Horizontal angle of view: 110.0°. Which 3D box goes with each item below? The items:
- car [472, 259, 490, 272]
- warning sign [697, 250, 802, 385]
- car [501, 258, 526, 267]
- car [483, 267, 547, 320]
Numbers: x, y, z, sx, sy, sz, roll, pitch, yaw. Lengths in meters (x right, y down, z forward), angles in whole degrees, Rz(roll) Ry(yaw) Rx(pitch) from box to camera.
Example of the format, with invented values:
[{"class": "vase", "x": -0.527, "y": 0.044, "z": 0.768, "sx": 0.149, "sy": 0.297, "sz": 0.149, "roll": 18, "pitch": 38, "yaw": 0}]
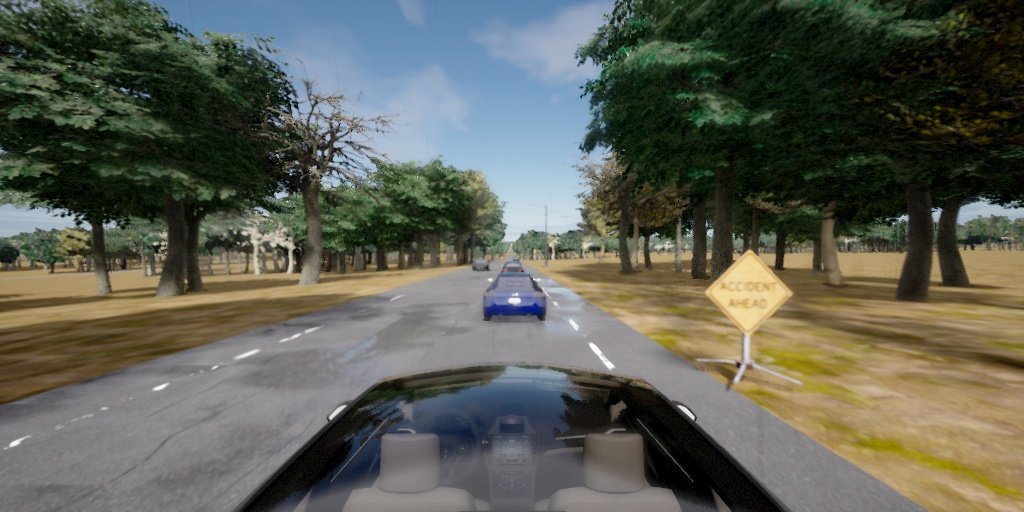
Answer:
[{"class": "car", "x": -3.584, "y": 1.034, "z": 41.999, "sx": 1.882, "sy": 1.535, "sz": 5.008, "roll": 0, "pitch": 0, "yaw": 0}, {"class": "warning sign", "x": 3.550, "y": 0.835, "z": 5.474, "sx": 1.300, "sy": 1.860, "sz": 1.060, "roll": 0, "pitch": 0, "yaw": 0}, {"class": "car", "x": 0.089, "y": 1.126, "z": 28.069, "sx": 1.812, "sy": 1.442, "sz": 4.674, "roll": 0, "pitch": 0, "yaw": 0}, {"class": "car", "x": 0.087, "y": 1.242, "z": 12.313, "sx": 1.994, "sy": 1.385, "sz": 4.181, "roll": 0, "pitch": 0, "yaw": 0}]
